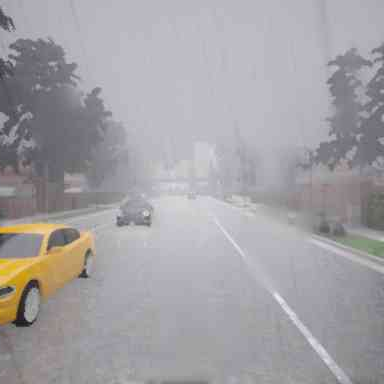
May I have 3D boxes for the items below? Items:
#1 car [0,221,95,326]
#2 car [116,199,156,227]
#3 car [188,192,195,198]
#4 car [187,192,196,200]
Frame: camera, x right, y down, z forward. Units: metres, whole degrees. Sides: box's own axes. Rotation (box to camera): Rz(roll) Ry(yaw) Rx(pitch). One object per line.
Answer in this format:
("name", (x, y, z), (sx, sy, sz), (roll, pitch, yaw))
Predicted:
("car", (-3.607, 1.464, 7.224), (1.882, 1.535, 5.008), (0, 0, 0))
("car", (-3.629, 1.301, 22.138), (2.097, 1.767, 4.553), (0, 0, -1))
("car", (-0.107, 0.858, 87.431), (1.837, 1.490, 4.892), (0, 1, 0))
("car", (-0.094, 1.161, 77.430), (1.994, 1.385, 4.181), (0, 1, 0))
